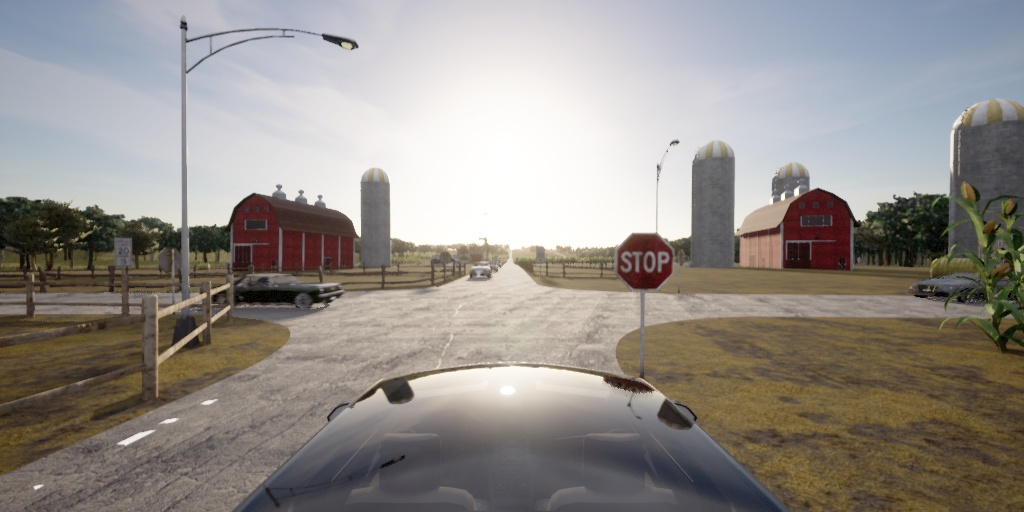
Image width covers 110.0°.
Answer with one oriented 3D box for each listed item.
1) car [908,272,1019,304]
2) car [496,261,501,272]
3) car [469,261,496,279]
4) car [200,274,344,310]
[{"bbox_3d":[21.865,1.469,17.176,4.181,1.385,1.994,1,1,0],"label":"car"},{"bbox_3d":[-2.939,1.500,49.657,1.895,1.301,4.718,0,0,0],"label":"car"},{"bbox_3d":[-2.913,1.313,34.023,2.128,1.511,4.902,0,0,0],"label":"car"},{"bbox_3d":[-9.399,1.375,14.382,4.718,1.301,1.895,0,1,0],"label":"car"}]
